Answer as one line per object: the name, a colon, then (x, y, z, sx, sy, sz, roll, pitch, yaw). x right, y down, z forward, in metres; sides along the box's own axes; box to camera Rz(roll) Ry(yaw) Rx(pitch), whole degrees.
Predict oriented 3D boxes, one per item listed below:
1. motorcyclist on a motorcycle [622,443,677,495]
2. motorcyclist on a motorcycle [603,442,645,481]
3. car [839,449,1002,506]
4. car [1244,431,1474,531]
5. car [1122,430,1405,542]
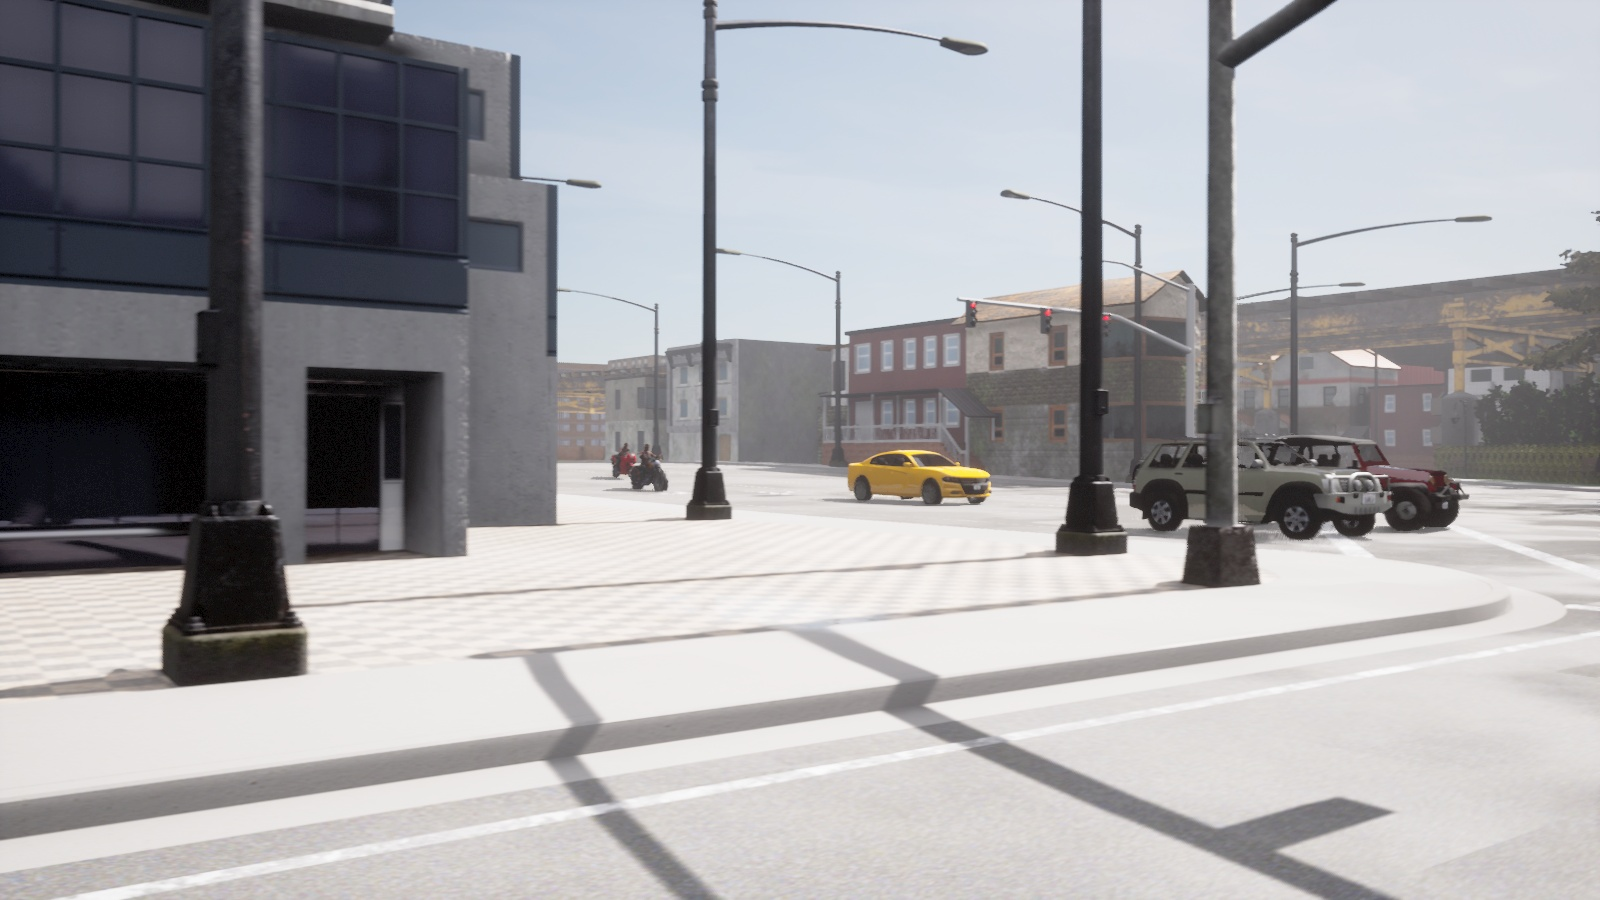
motorcyclist on a motorcycle: (-5.071, 0.610, 42.189, 0.766, 1.649, 2.350, 0, 1, -35)
motorcyclist on a motorcycle: (-7.195, 0.467, 51.250, 0.797, 1.523, 2.044, 0, 1, -35)
car: (3.384, 0.733, 36.299, 1.882, 1.535, 5.008, 0, 0, -35)
car: (11.347, 0.574, 25.625, 3.866, 1.878, 1.905, 0, 0, 45)
car: (8.398, 0.598, 23.159, 1.932, 1.855, 4.605, 0, 0, -35)
